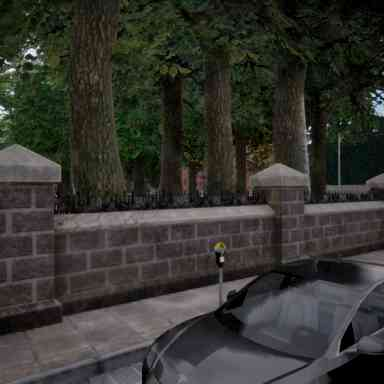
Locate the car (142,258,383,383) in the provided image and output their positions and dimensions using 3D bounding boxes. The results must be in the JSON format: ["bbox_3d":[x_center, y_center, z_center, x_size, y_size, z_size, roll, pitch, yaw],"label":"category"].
[{"bbox_3d":[1.528,1.565,3.910,4.313,1.339,1.947,0,-1,-36],"label":"car"}]
